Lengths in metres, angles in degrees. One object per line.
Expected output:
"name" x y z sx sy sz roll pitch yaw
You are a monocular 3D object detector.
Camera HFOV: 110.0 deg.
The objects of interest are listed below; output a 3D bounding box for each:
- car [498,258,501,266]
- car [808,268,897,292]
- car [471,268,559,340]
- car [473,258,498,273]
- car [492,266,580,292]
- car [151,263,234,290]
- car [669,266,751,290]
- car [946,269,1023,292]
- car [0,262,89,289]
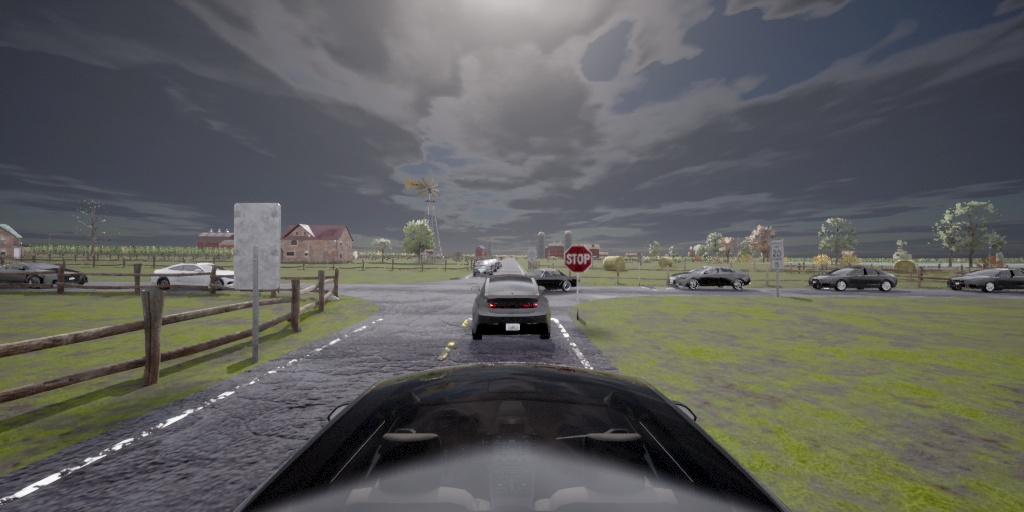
"car" -2.880 1.241 46.136 2.128 1.511 4.902 0 0 0
"car" 22.186 1.499 23.466 4.892 1.490 1.837 1 -1 -1
"car" -0.079 1.256 10.006 1.837 1.490 4.892 0 0 -2
"car" -2.882 1.243 36.691 2.128 1.511 4.902 0 0 0
"car" 1.488 1.369 20.053 4.718 1.301 1.895 1 0 -35
"car" -17.255 1.104 19.951 4.674 1.442 1.812 1 -1 -1
"car" 12.785 1.396 23.289 4.902 1.511 2.128 1 -1 -2
"car" 31.689 1.587 23.593 4.892 1.490 1.837 1 -1 -1
"car" -26.375 1.048 19.823 4.181 1.385 1.994 1 -1 -1
